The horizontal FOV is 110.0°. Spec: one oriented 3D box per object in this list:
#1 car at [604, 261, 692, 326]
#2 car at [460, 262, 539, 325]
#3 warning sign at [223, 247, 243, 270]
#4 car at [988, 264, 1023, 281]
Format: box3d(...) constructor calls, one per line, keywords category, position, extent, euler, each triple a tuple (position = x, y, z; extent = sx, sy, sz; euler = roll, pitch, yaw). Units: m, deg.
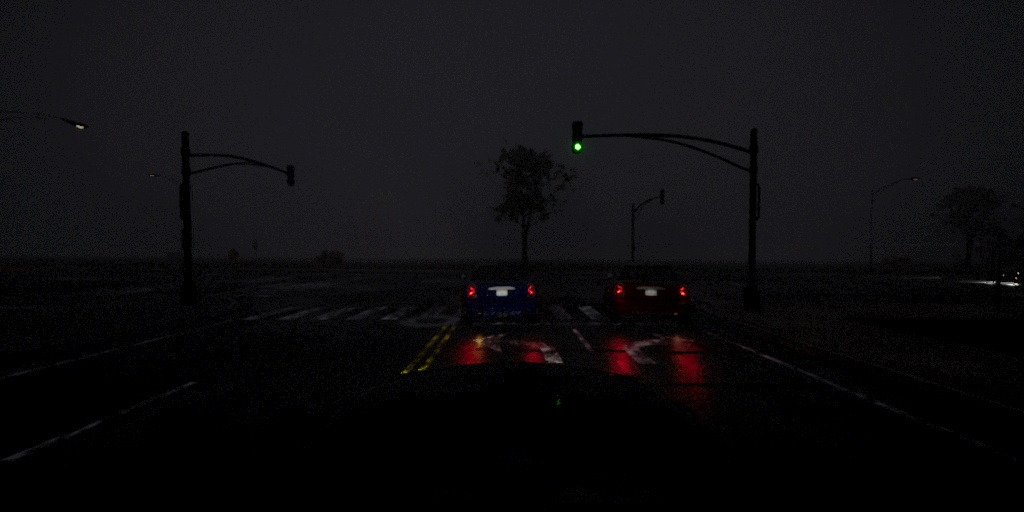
box3d(category="car", position=(4.138, 0.967, 11.457), extent=(2.097, 1.767, 4.553), euler=(1, 1, 14))
box3d(category="car", position=(-0.568, 0.961, 11.500), extent=(2.097, 1.767, 4.553), euler=(0, 1, -8))
box3d(category="warning sign", position=(-23.588, 0.198, 30.367), extent=(1.060, 1.860, 1.300), euler=(0, 0, 1))
box3d(category="car", position=(38.049, 1.257, 26.303), extent=(4.181, 1.385, 1.994), euler=(1, 1, 1))
